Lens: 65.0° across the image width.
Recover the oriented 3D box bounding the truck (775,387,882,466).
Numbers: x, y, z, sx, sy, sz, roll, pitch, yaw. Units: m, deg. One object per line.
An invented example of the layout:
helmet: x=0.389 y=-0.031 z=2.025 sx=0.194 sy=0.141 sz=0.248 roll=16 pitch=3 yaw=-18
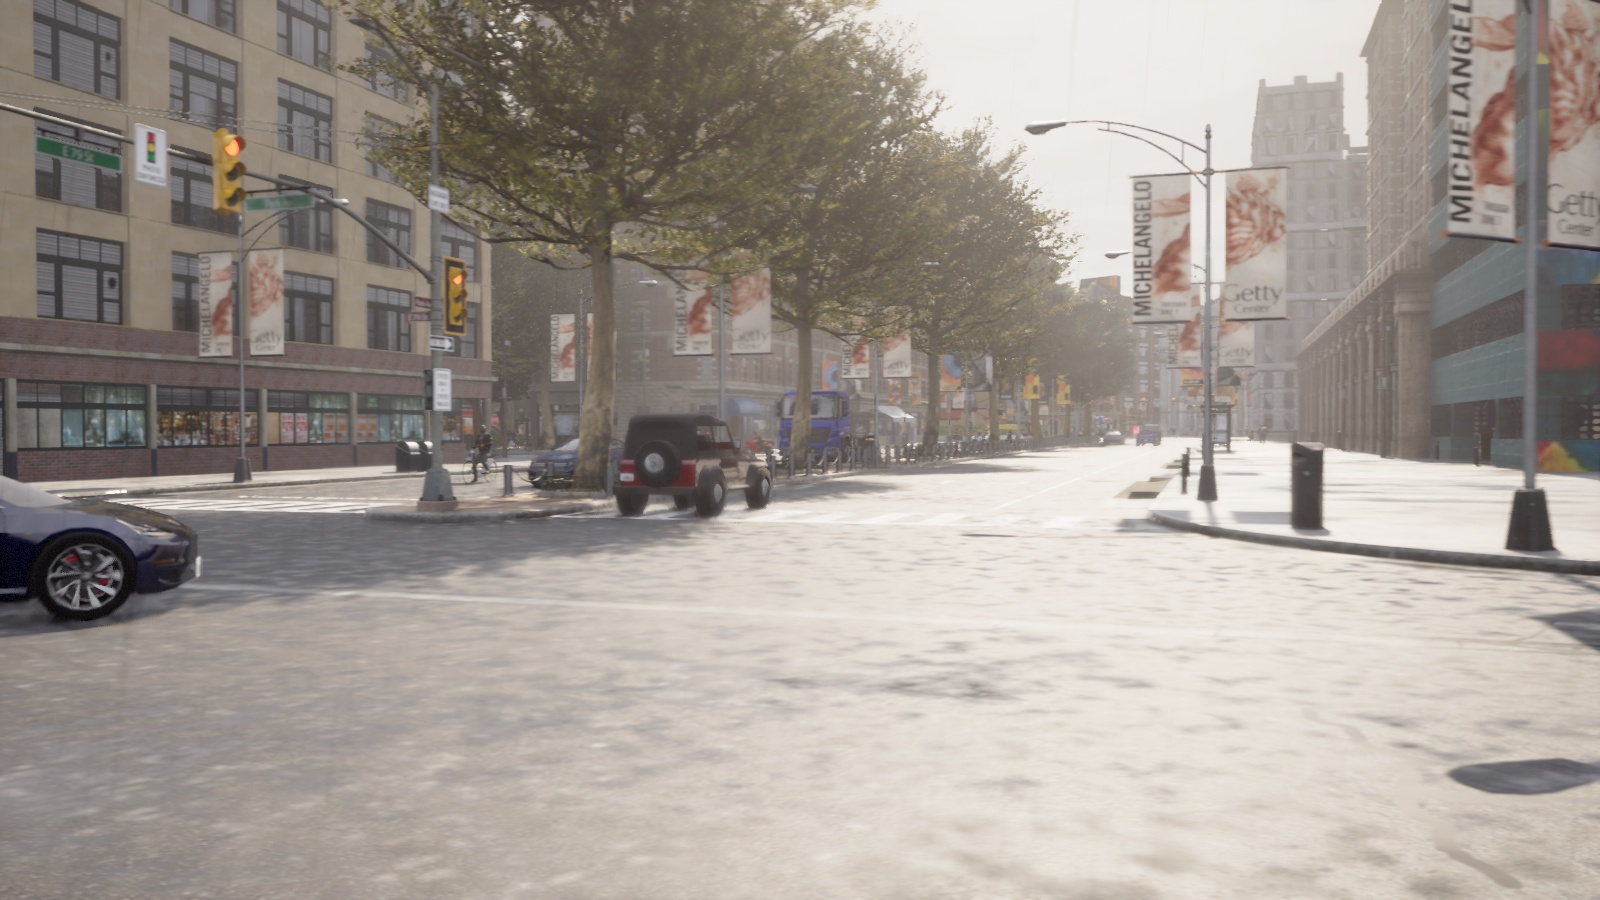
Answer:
truck: x=1.491 y=-1.110 z=59.941 sx=2.891 sy=3.462 sz=7.936 roll=1 pitch=1 yaw=18

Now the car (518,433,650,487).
car: x=-6.222 y=0.241 z=36.727 sx=1.812 sy=1.442 sz=4.674 roll=1 pitch=1 yaw=18

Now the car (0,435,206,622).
car: x=-7.802 y=0.625 z=10.736 sx=4.792 sy=1.488 sz=2.163 roll=0 pitch=1 yaw=-22

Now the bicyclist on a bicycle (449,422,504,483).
bicyclist on a bicycle: x=-9.637 y=0.061 z=37.463 sx=0.659 sy=1.776 sz=1.843 roll=1 pitch=1 yaw=19

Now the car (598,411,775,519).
car: x=-2.052 y=0.232 z=23.924 sx=1.905 sy=1.878 sz=3.866 roll=1 pitch=1 yaw=20

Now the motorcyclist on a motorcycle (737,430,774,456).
motorcyclist on a motorcycle: x=-2.693 y=-0.412 z=75.600 sx=2.044 sy=1.523 sz=0.797 roll=0 pitch=-1 yaw=-19
